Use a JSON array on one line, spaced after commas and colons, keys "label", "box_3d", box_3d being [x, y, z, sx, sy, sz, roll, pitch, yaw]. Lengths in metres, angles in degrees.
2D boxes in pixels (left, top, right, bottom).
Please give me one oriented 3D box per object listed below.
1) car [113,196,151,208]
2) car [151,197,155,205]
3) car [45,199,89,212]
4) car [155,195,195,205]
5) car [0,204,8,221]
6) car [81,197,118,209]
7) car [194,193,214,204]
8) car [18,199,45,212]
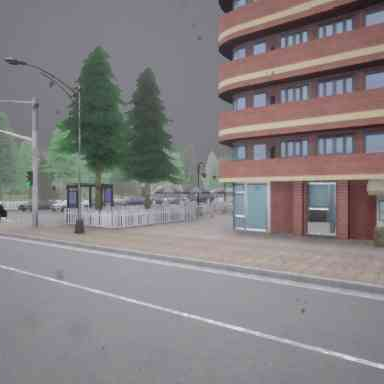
[{"label": "car", "box_3d": [-8.277, 1.297, 44.867, 2.097, 1.767, 4.553, 0, 0, 38]}, {"label": "car", "box_3d": [-6.357, 1.470, 52.766, 1.812, 1.442, 4.674, 0, 0, 42]}, {"label": "car", "box_3d": [-13.608, 1.470, 37.611, 1.812, 1.442, 4.674, 0, 0, 36]}, {"label": "car", "box_3d": [-2.599, 1.492, 51.971, 5.357, 1.411, 2.033, 0, 0, -45]}, {"label": "car", "box_3d": [-15.552, 1.181, 22.403, 2.150, 2.045, 5.566, 0, 0, 35]}, {"label": "car", "box_3d": [-12.501, 1.470, 45.098, 1.812, 1.442, 4.674, 0, 0, 37]}, {"label": "car", "box_3d": [1.506, 1.164, 59.713, 5.566, 2.045, 2.150, 0, 0, -34]}, {"label": "car", "box_3d": [-17.526, 1.508, 38.123, 1.994, 1.385, 4.181, 0, 0, 36]}]
